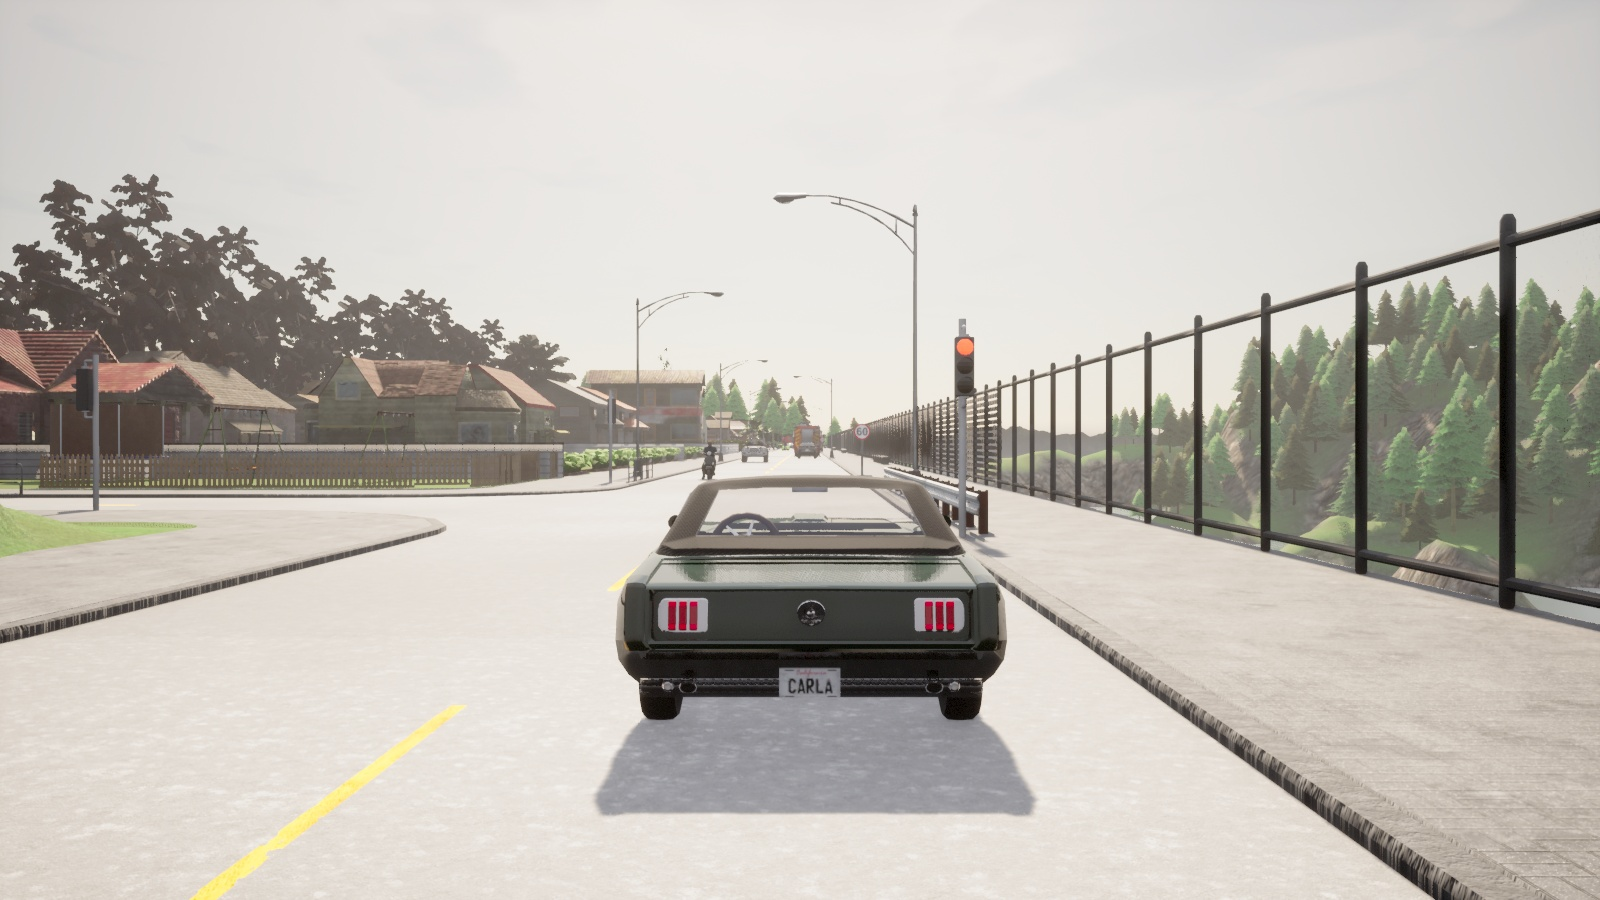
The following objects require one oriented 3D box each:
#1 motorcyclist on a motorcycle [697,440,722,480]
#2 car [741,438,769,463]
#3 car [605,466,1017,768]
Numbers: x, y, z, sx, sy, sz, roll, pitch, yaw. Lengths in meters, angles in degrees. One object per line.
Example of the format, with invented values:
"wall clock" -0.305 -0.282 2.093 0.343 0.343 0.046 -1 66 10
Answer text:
"motorcyclist on a motorcycle" -3.688 0.407 51.439 0.866 1.590 1.817 0 0 0
"car" -3.436 0.018 96.108 1.932 1.855 4.605 0 0 0
"car" 0.062 0.801 8.138 1.895 1.301 4.718 0 0 0
